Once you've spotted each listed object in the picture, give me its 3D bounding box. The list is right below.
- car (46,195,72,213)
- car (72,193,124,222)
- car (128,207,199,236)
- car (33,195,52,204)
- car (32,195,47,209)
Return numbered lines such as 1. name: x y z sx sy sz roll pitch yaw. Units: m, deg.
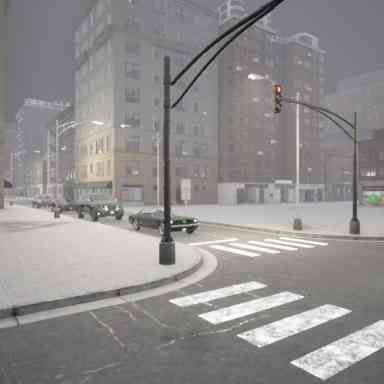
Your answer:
1. car: -13.175 1.311 34.312 1.882 1.535 5.008 0 0 -36
2. car: -7.304 1.102 26.054 2.150 2.045 5.566 0 0 -35
3. car: -1.661 1.527 18.151 1.895 1.301 4.718 0 0 -36
4. car: -25.423 1.270 56.545 2.033 1.411 5.357 0 0 -35
5. car: -19.078 1.140 42.648 2.097 1.767 4.553 0 0 -35
